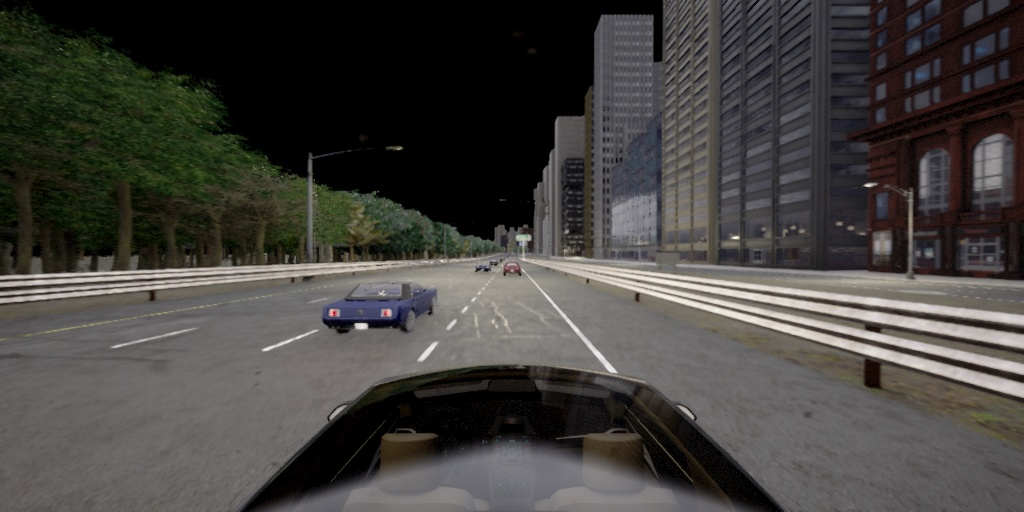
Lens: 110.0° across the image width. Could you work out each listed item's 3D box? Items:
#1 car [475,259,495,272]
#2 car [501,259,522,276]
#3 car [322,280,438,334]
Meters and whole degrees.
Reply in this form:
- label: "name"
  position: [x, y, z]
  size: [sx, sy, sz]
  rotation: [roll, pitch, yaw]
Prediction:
- label: "car"
  position: [-3.613, 1.424, 46.258]
  size: [1.895, 1.301, 4.718]
  rotation: [0, 0, 0]
- label: "car"
  position: [0.022, 1.332, 39.020]
  size: [1.812, 1.442, 4.674]
  rotation: [0, 0, 0]
- label: "car"
  position: [-3.505, 1.358, 10.582]
  size: [1.895, 1.301, 4.718]
  rotation: [0, 0, 0]
